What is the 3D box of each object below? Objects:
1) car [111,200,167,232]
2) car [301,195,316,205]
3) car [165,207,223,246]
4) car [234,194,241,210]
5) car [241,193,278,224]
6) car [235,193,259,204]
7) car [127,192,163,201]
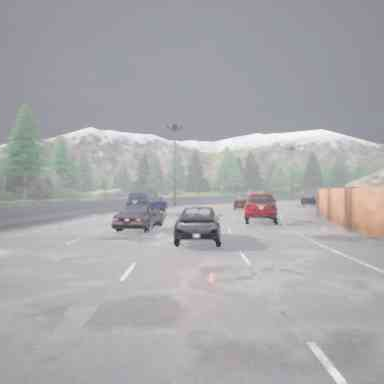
[{"bbox_3d":[-2.914,1.437,19.153,2.033,1.411,5.357,0,0,8],"label":"car"},{"bbox_3d":[18.464,1.184,50.894,1.882,1.535,5.008,-1,0,43],"label":"car"},{"bbox_3d":[0.338,1.406,14.762,2.128,1.511,4.902,0,0,4],"label":"car"},{"bbox_3d":[6.418,1.253,38.920,1.882,1.535,5.008,-1,0,27],"label":"car"},{"bbox_3d":[4.928,1.084,23.894,2.150,2.045,5.566,0,0,11],"label":"car"},{"bbox_3d":[9.392,1.026,56.566,2.097,1.767,4.553,0,1,40],"label":"car"},{"bbox_3d":[-4.182,1.039,31.247,2.150,2.045,5.566,0,0,16],"label":"car"}]
